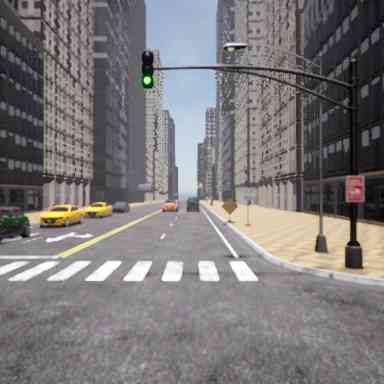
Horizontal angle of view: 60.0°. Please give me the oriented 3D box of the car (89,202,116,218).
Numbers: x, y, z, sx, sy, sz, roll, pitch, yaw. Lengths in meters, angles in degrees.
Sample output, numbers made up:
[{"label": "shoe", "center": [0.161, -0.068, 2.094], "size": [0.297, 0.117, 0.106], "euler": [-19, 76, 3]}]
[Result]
[{"label": "car", "center": [-9.796, 1.866, 35.072], "size": [1.882, 1.535, 5.008], "euler": [0, -1, 0]}]

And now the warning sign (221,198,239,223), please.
[{"label": "warning sign", "center": [2.890, 1.391, 25.489], "size": [1.300, 1.860, 1.060], "euler": [0, 0, 0]}]

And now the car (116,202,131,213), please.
[{"label": "car", "center": [-9.740, 2.068, 45.718], "size": [2.033, 1.411, 5.357], "euler": [0, -1, 1]}]

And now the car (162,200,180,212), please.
[{"label": "car", "center": [-3.080, 1.901, 47.921], "size": [2.097, 1.767, 4.553], "euler": [0, -1, 0]}]

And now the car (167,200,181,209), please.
[{"label": "car", "center": [-3.096, 2.175, 58.107], "size": [2.128, 1.511, 4.902], "euler": [0, -1, 0]}]

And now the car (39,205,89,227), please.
[{"label": "car", "center": [-9.814, 1.753, 25.391], "size": [1.882, 1.535, 5.008], "euler": [0, -1, 0]}]

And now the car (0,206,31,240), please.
[{"label": "car", "center": [-9.825, 1.525, 16.205], "size": [2.097, 1.767, 4.553], "euler": [0, -1, 0]}]

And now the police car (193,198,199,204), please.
[{"label": "police car", "center": [1.111, 2.645, 95.598], "size": [1.930, 1.638, 5.238], "euler": [0, -1, 0]}]

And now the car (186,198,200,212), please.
[{"label": "car", "center": [0.169, 2.056, 48.136], "size": [1.837, 1.490, 4.892], "euler": [0, -1, 0]}]
